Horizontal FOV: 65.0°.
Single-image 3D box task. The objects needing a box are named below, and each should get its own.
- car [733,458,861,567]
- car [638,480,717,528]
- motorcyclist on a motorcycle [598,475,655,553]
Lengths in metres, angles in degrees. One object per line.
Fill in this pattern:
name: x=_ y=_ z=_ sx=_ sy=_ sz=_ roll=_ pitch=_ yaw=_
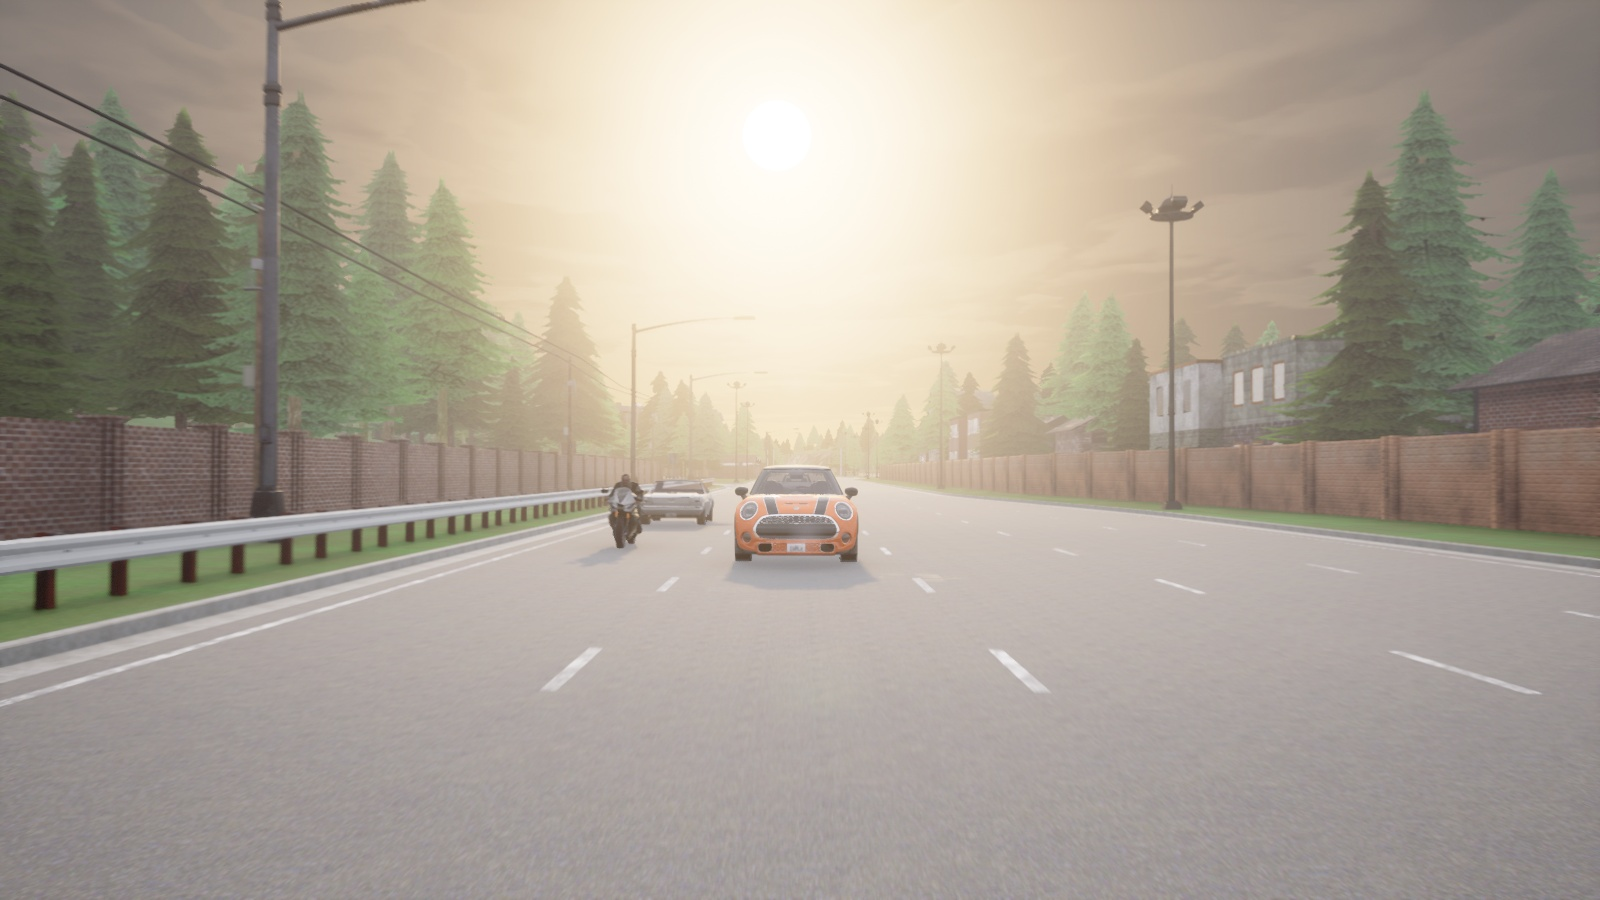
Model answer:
car: x=-0.056 y=1.054 z=22.799 sx=2.097 sy=1.767 sz=4.553 roll=0 pitch=-1 yaw=0
car: x=-3.591 y=1.554 z=37.457 sx=1.895 sy=1.301 sz=4.718 roll=0 pitch=-1 yaw=0
motorcyclist on a motorcycle: x=-3.563 y=1.297 z=25.967 sx=0.866 sy=1.530 sz=2.191 roll=0 pitch=-1 yaw=0
